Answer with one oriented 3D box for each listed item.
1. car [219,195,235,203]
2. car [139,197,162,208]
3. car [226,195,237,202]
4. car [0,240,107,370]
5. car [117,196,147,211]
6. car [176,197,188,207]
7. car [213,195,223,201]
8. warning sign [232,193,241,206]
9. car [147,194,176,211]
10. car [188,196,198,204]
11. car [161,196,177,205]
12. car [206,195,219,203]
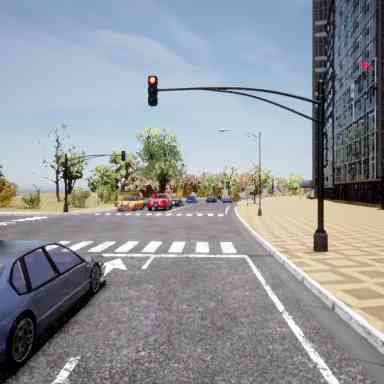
[{"bbox_3d":[7.496,1.561,70.037,2.033,1.411,5.357,0,0,12],"label":"car"},{"bbox_3d":[-6.123,1.547,49.500,2.033,1.411,5.357,0,0,8],"label":"car"},{"bbox_3d":[9.650,1.545,80.338,2.128,1.511,4.902,0,0,14],"label":"car"},{"bbox_3d":[-3.035,1.547,5.651,2.033,1.411,5.357,0,0,1],"label":"car"},{"bbox_3d":[-7.371,1.350,40.021,2.097,1.767,4.553,0,0,8],"label":"car"},{"bbox_3d":[-2.524,1.493,51.612,2.128,1.511,4.902,0,0,8],"label":"car"},{"bbox_3d":[6.340,1.392,80.466,1.812,1.442,4.674,0,0,14],"label":"car"},{"bbox_3d":[6.478,1.122,48.189,1.300,1.860,1.060,0,0,8],"label":"warning sign"},{"bbox_3d":[-3.896,1.221,41.441,2.150,2.045,5.566,0,0,7],"label":"car"},{"bbox_3d":[-0.072,1.533,65.851,1.812,1.442,4.674,0,0,11],"label":"car"},{"bbox_3d":[-4.217,1.510,61.331,1.837,1.490,4.892,0,0,10],"label":"car"},{"bbox_3d":[4.217,1.559,70.759,1.994,1.385,4.181,0,0,12],"label":"car"}]
